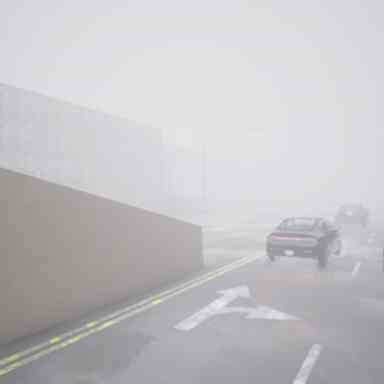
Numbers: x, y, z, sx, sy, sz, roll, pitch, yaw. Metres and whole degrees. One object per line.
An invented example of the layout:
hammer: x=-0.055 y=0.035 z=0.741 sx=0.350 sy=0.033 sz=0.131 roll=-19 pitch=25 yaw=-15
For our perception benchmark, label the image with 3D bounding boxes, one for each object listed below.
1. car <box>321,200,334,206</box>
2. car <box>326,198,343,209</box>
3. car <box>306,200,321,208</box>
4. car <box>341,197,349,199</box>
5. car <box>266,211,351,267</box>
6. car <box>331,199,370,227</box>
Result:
car: x=31.720 y=2.576 z=77.892 sx=2.033 sy=1.411 sz=5.357 roll=-1 pitch=-1 yaw=31
car: x=26.569 y=2.338 z=62.639 sx=1.837 sy=1.490 sz=4.892 roll=-1 pitch=-1 yaw=31
car: x=23.553 y=2.248 z=64.416 sx=2.097 sy=1.767 sz=4.553 roll=-1 pitch=-1 yaw=31
car: x=34.695 y=2.206 z=76.058 sx=2.150 sy=2.045 sz=5.566 roll=-1 pitch=-1 yaw=31
car: x=4.242 y=1.668 z=12.201 sx=2.128 sy=1.511 sz=4.902 roll=-1 pitch=-1 yaw=32
car: x=12.583 y=1.690 z=25.960 sx=2.097 sy=1.767 sz=4.553 roll=-1 pitch=-1 yaw=32
